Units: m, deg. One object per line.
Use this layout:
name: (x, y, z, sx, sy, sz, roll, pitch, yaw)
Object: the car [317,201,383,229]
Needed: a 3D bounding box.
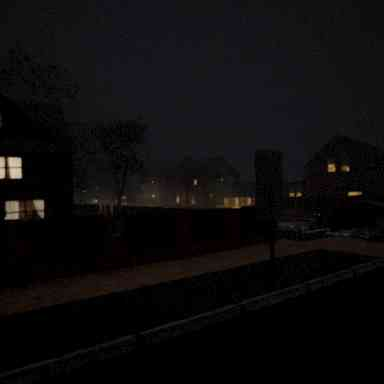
car: (10.029, 1.291, 19.948, 1.882, 1.535, 5.008, -5, 2, -44)
